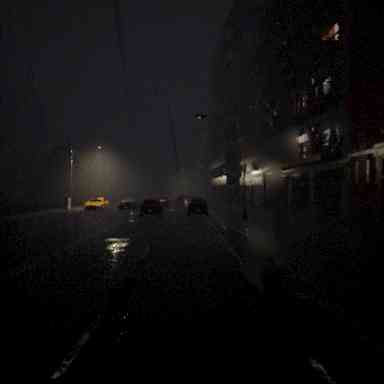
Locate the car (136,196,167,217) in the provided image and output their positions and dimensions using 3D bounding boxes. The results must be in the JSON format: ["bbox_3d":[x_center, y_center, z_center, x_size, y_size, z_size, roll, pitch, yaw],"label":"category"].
[{"bbox_3d":[-3.633,1.406,30.663,1.882,1.535,5.008,0,0,-2],"label":"car"}]

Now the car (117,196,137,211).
[{"bbox_3d":[-7.341,1.477,38.618,1.994,1.385,4.181,0,0,-2],"label":"car"}]

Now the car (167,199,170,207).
[{"bbox_3d":[-4.270,1.389,47.805,2.128,1.511,4.902,0,0,-3],"label":"car"}]

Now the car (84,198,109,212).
[{"bbox_3d":[-10.535,1.395,37.016,1.882,1.535,5.008,0,0,-2],"label":"car"}]

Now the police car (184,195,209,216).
[{"bbox_3d":[0.484,1.351,31.473,1.930,1.638,5.238,0,0,-2],"label":"police car"}]

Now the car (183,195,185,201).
[{"bbox_3d":[0.134,1.361,41.601,1.801,1.575,5.366,0,0,-2],"label":"car"}]

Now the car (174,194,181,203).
[{"bbox_3d":[-2.075,1.368,66.541,1.837,1.490,4.892,0,0,-4],"label":"car"}]

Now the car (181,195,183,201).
[{"bbox_3d":[-0.108,1.247,47.408,2.097,1.767,4.553,0,0,-3],"label":"car"}]

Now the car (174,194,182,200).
[{"bbox_3d":[-3.684,1.235,88.728,1.882,1.535,5.008,0,0,-5],"label":"car"}]

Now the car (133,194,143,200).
[{"bbox_3d":[-12.663,1.195,78.280,1.895,1.301,4.718,0,0,-4],"label":"car"}]
